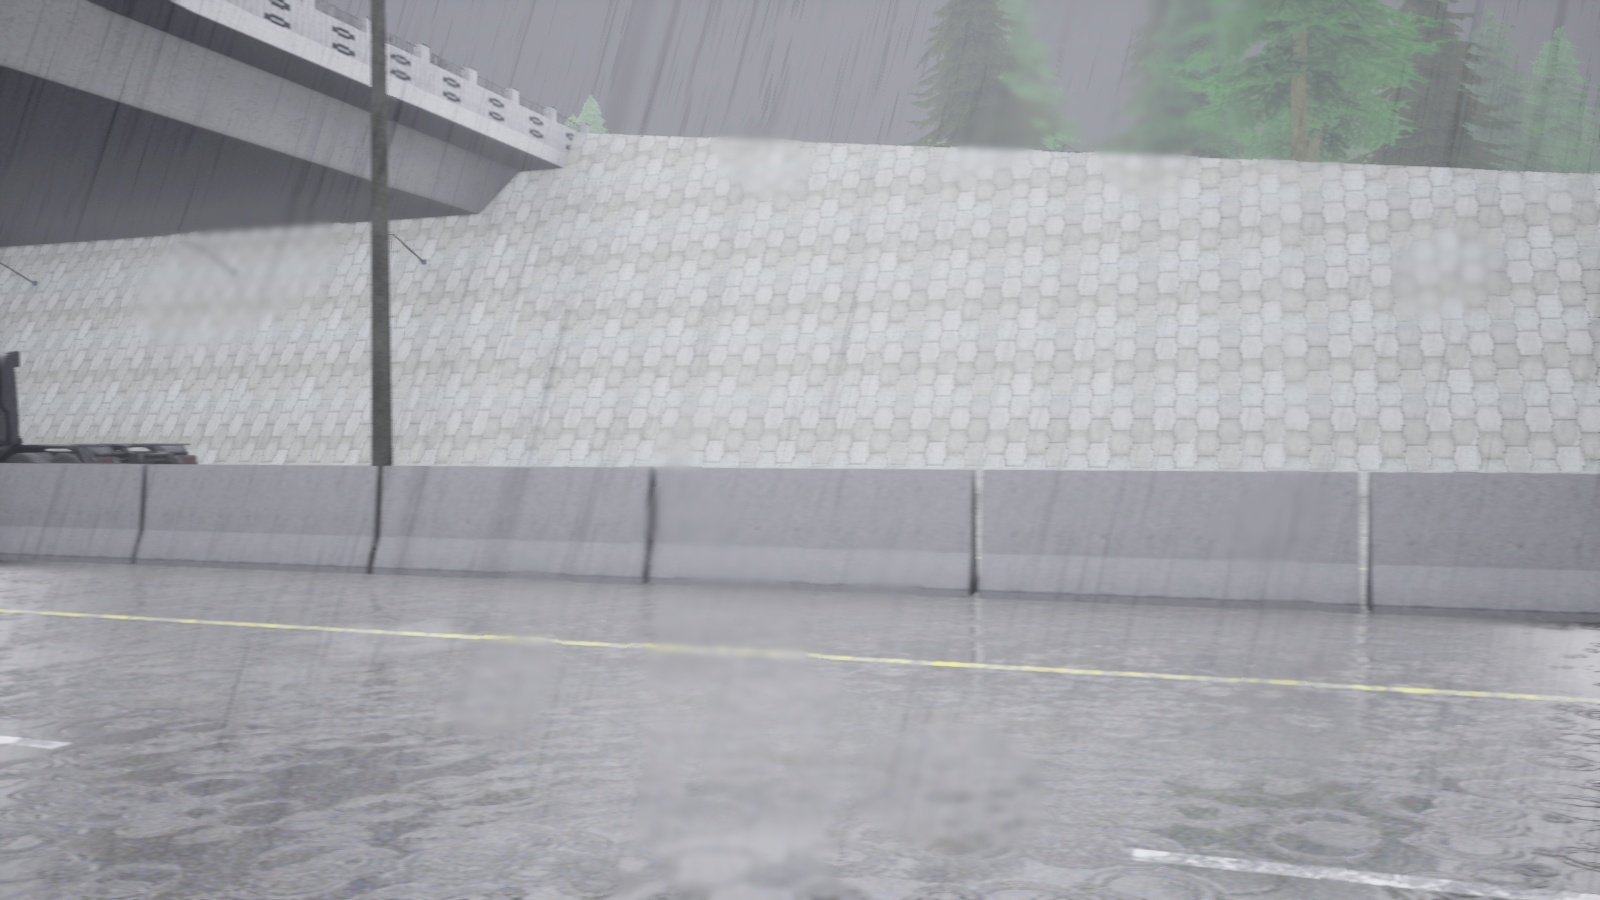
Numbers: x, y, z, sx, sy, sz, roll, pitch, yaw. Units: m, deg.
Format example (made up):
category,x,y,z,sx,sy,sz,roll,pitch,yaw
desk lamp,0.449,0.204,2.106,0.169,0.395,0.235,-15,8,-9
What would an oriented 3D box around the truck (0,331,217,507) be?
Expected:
category,x,y,z,sx,sy,sz,roll,pitch,yaw
truck,-16.983,-0.657,27.355,7.936,3.462,2.891,1,1,19
